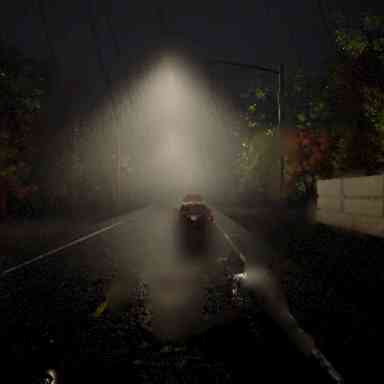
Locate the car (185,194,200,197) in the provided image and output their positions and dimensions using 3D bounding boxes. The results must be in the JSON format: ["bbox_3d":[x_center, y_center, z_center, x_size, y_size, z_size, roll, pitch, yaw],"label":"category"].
[{"bbox_3d":[0.092,1.205,38.425,2.150,2.045,5.566,0,0,0],"label":"car"}]

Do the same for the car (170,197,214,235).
[{"bbox_3d":[0.093,1.344,18.836,2.097,1.767,4.553,0,0,0],"label":"car"}]

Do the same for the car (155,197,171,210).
[{"bbox_3d":[-3.599,1.479,42.702,1.837,1.490,4.892,0,1,0],"label":"car"}]
